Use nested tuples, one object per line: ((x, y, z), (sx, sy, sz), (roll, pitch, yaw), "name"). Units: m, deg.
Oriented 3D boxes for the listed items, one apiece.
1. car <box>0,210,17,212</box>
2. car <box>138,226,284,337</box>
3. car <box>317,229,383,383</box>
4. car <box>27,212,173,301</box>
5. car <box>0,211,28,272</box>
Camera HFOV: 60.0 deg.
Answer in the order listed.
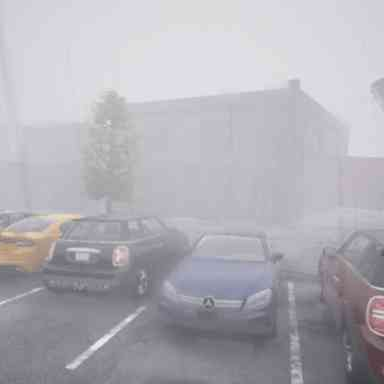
((-6.348, 1.405, 11.943), (2.231, 1.521, 4.892), (0, -1, 15), "car")
((0.844, 1.486, 6.852), (2.002, 1.452, 4.674), (1, 0, 15), "car")
((3.215, 1.343, 5.123), (2.185, 1.767, 4.553), (0, -1, 16), "car")
((-1.564, 1.303, 8.525), (2.185, 1.767, 4.553), (0, -1, 15), "car")
((-3.950, 1.415, 10.246), (2.097, 1.535, 5.008), (0, -1, 15), "car")
